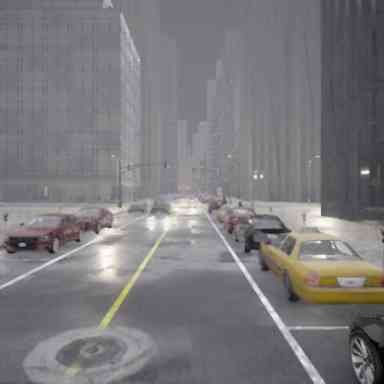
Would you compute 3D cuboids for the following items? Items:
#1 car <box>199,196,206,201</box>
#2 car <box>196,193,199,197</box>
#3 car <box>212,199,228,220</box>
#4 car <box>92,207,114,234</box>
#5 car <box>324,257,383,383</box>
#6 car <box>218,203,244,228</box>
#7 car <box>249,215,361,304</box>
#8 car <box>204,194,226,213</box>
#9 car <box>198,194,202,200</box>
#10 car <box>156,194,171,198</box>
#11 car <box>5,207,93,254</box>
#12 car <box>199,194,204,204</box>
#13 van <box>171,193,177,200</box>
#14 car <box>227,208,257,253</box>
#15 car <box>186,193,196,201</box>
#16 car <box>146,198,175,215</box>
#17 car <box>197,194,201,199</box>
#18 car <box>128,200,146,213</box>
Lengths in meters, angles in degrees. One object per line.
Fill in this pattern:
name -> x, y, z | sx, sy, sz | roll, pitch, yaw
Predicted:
car -> 2.777, 1.636, 91.043 | 1.802, 1.307, 4.206 | 0, 0, 0
car -> 2.776, 1.363, 85.425 | 2.192, 1.841, 5.009 | 0, 0, 0
car -> 2.768, 1.529, 24.994 | 1.752, 1.417, 4.829 | 0, 0, 0
car -> -5.758, 1.547, 19.171 | 1.887, 1.381, 4.507 | 0, 0, 0
car -> 2.765, 1.565, 2.279 | 1.947, 1.339, 4.313 | 0, 0, 0
car -> 2.767, 1.546, 19.188 | 1.887, 1.381, 4.507 | 0, 0, 0
car -> 2.765, 1.525, 8.085 | 1.752, 1.417, 4.829 | 0, 0, 0
car -> 2.770, 1.323, 36.097 | 2.192, 1.841, 5.009 | 0, 0, 0
car -> 2.774, 1.613, 68.570 | 1.802, 1.307, 4.206 | 0, 0, 0
car -> -5.752, 1.342, 62.933 | 2.192, 1.841, 5.009 | 0, 0, 0
car -> -5.759, 1.545, 13.535 | 1.887, 1.381, 4.507 | 0, 0, 0
car -> 2.773, 1.608, 62.951 | 1.802, 1.307, 4.206 | 0, 0, 0
van -> -5.748, 1.396, 91.027 | 1.690, 1.788, 3.998 | 0, 0, 0
car -> 2.766, 1.566, 13.551 | 1.947, 1.339, 4.313 | 0, 0, 0
car -> 0.013, 1.551, 88.601 | 2.033, 1.411, 5.357 | 0, 0, 0
car -> -3.060, 1.608, 33.384 | 1.895, 1.301, 4.718 | 0, 0, 0
car -> 2.774, 1.582, 74.188 | 1.887, 1.381, 4.507 | 0, 0, 0
car -> -5.756, 1.559, 36.079 | 2.008, 1.369, 4.403 | 0, 0, 0
